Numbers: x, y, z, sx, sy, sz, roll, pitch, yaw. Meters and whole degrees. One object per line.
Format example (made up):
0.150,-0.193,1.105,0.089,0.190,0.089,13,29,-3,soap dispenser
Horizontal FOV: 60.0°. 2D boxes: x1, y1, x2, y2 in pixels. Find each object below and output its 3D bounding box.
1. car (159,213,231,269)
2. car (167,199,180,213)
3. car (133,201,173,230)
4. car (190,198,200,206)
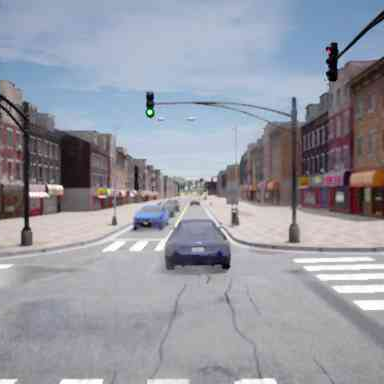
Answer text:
0.183,1.615,11.373,1.994,1.385,4.181,-1,-1,1,car
-2.572,1.670,32.346,2.128,1.511,4.902,0,0,0,car
-2.649,1.612,22.297,1.882,1.535,5.008,0,0,2,car
0.535,1.866,62.387,1.895,1.301,4.718,0,0,0,car
